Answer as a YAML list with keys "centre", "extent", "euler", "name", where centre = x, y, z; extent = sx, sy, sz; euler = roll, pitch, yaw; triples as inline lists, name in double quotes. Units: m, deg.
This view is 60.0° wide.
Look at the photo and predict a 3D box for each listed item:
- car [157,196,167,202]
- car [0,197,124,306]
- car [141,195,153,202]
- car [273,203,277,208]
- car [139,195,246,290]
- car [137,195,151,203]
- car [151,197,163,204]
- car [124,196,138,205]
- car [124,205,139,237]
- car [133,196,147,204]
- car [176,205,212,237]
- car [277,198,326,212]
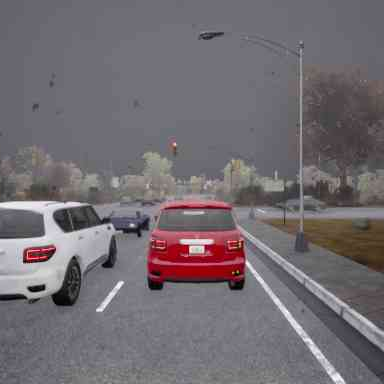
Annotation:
- centre: [-7.045, 1.595, 77.576]
  extent: [1.895, 1.301, 4.718]
  euler: [0, 0, 0]
  name: "car"
- centre: [-3.405, 1.221, 8.157]
  extent: [2.150, 2.045, 5.566]
  euler: [0, 0, 0]
  name: "car"
- centre: [-10.545, 1.525, 77.706]
  extent: [2.128, 1.511, 4.902]
  euler: [0, 0, 0]
  name: "car"
- centre: [12.885, 1.547, 41.124]
  extent: [5.357, 1.411, 2.033]
  euler: [0, 0, 3]
  name: "car"
- centre: [0.092, 1.221, 9.217]
  extent: [2.150, 2.045, 5.566]
  euler: [0, 0, 0]
  name: "car"
- centre: [-7.113, 1.547, 54.557]
  extent: [2.033, 1.411, 5.357]
  euler: [0, 0, 0]
  name: "car"
- centre: [-7.056, 1.601, 67.318]
  extent: [1.895, 1.301, 4.718]
  euler: [0, 0, 0]
  name: "car"
- centre: [-10.618, 1.505, 54.951]
  extent: [1.837, 1.490, 4.892]
  euler: [0, 0, 0]
  name: "car"
- centre: [-3.410, 1.601, 17.925]
  extent: [1.895, 1.301, 4.718]
  euler: [0, 0, 0]
  name: "car"
- centre: [-10.548, 1.547, 67.546]
  extent: [2.033, 1.411, 5.357]
  euler: [0, 0, 0]
  name: "car"
- centre: [0.090, 1.526, 18.911]
  extent: [1.812, 1.442, 4.674]
  euler: [0, 0, 0]
  name: "car"
- centre: [12.553, 1.507, 37.624]
  extent: [4.892, 1.490, 1.837]
  euler: [0, 0, 3]
  name: "car"
